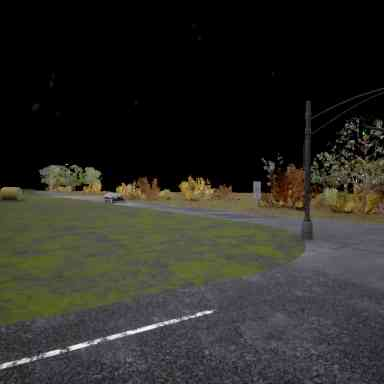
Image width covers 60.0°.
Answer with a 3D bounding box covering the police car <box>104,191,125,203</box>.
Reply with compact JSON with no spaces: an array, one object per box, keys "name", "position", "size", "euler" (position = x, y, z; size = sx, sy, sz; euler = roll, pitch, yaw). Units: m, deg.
[{"name":"police car","position":[-11.604,0.744,49.757],"size":[1.930,1.638,5.238],"euler":[1,0,-32]}]
